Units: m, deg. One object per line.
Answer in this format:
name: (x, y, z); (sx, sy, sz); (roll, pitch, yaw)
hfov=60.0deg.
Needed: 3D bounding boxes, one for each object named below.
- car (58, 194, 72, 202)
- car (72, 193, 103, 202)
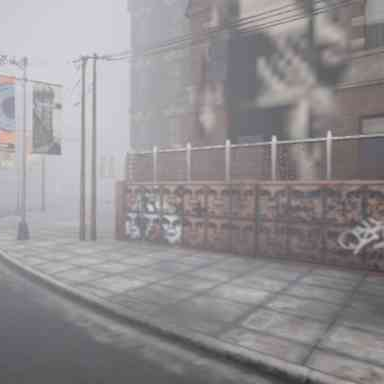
car: (-20.856, 0.986, 57.864); (1.895, 1.301, 4.718); (1, 1, 34)
car: (-17.422, 0.953, 56.722); (1.812, 1.442, 4.674); (1, 0, 34)
